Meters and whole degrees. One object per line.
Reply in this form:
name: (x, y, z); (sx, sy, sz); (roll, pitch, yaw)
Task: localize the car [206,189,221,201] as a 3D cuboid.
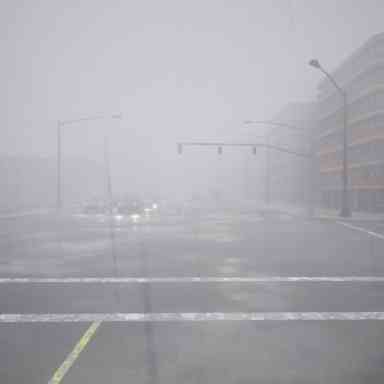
car: (4.453, 0.593, 65.123); (2.150, 2.045, 5.566); (0, 1, 0)

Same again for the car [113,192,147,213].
car: (-6.337, 1.226, 34.590); (2.097, 1.767, 4.553); (0, 1, 0)

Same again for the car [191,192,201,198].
car: (0.883, 0.649, 75.841); (2.033, 1.411, 5.357); (0, 1, 0)

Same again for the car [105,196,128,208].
car: (-9.810, 1.314, 43.575); (1.994, 1.385, 4.181); (0, 1, 0)

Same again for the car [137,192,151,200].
car: (-9.655, 0.825, 67.321); (2.128, 1.511, 4.902); (0, 1, 1)

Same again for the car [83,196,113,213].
car: (-9.835, 1.225, 34.932); (2.097, 1.767, 4.553); (0, 1, 0)

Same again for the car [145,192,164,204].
car: (-6.271, 1.061, 53.867); (2.128, 1.511, 4.902); (0, 1, 0)

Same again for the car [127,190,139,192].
car: (-9.765, 0.786, 54.230); (2.150, 2.045, 5.566); (0, 1, 0)

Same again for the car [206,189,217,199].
car: (4.383, 0.428, 75.739); (2.150, 2.045, 5.566); (0, 1, 0)

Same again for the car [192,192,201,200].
car: (0.854, 0.959, 65.865); (1.895, 1.301, 4.718); (0, 1, 0)

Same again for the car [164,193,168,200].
car: (-6.137, 0.918, 68.936); (1.895, 1.301, 4.718); (0, 1, 0)

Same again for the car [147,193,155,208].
car: (-6.310, 1.277, 43.472); (1.812, 1.442, 4.674); (0, 1, 0)
